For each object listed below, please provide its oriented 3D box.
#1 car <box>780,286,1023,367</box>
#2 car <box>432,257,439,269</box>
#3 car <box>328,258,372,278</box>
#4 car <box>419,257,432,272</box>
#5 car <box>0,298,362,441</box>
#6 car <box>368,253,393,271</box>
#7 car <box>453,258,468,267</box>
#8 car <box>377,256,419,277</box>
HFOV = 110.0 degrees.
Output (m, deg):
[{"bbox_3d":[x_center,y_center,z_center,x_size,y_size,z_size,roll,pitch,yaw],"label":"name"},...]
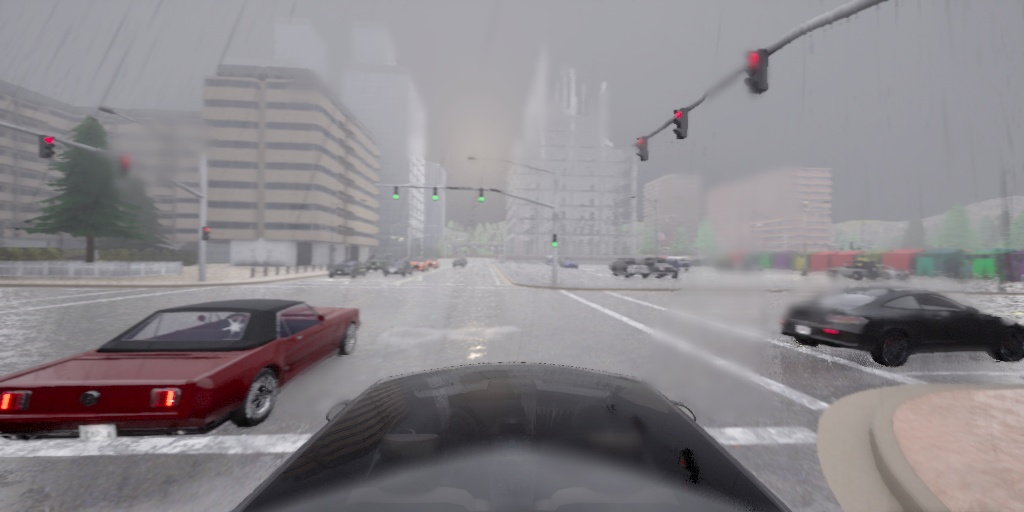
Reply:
[{"bbox_3d":[8.314,1.394,7.787,4.674,1.442,1.812,1,0,-9],"label":"car"},{"bbox_3d":[-11.811,0.901,51.943,2.097,1.767,4.553,1,0,-4],"label":"car"},{"bbox_3d":[-13.671,1.098,30.053,1.994,1.385,4.181,1,0,-4],"label":"car"},{"bbox_3d":[-11.076,0.917,41.968,2.097,1.767,4.553,1,0,-4],"label":"car"},{"bbox_3d":[-3.901,1.292,5.426,1.895,1.301,4.718,1,0,-5],"label":"car"},{"bbox_3d":[-14.386,0.740,39.383,2.150,2.045,5.566,1,0,-4],"label":"car"},{"bbox_3d":[-8.714,1.082,59.095,2.128,1.511,4.902,1,0,-4],"label":"car"},{"bbox_3d":[-10.397,1.072,33.082,2.128,1.511,4.902,1,0,-4],"label":"car"}]
